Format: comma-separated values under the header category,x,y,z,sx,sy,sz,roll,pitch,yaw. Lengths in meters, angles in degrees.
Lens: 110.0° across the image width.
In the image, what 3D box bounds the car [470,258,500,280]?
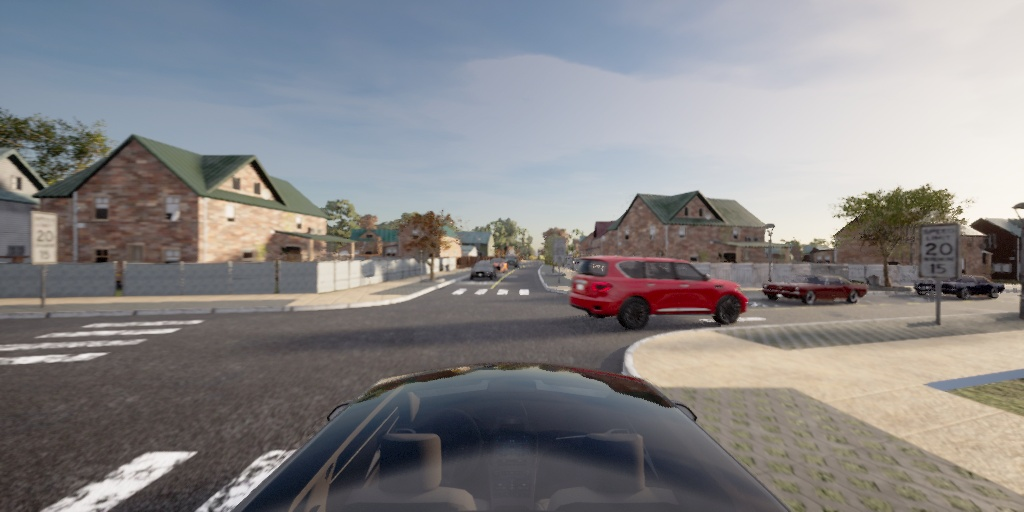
category,x,y,z,sx,sy,sz,roll,pitch,yaw
car,-2.321,1.188,30.037,1.837,1.490,4.892,0,0,3

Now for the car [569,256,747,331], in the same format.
category,x,y,z,sx,sy,sz,roll,pitch,yaw
car,4.529,1.048,11.223,5.566,2.045,2.150,1,0,-17

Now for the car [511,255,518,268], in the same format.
category,x,y,z,sx,sy,sz,roll,pitch,yaw
car,-0.251,0.872,56.432,2.150,2.045,5.566,0,0,6

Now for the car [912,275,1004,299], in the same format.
category,x,y,z,sx,sy,sz,roll,pitch,yaw
car,25.882,1.752,20.833,4.718,1.301,1.895,1,0,-17

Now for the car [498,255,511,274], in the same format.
category,x,y,z,sx,sy,sz,roll,pitch,yaw
car,-1.683,1.022,40.527,2.097,1.767,4.553,0,0,4

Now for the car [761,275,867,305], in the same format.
category,x,y,z,sx,sy,sz,roll,pitch,yaw
car,14.523,1.564,17.309,4.718,1.301,1.895,1,0,-17
